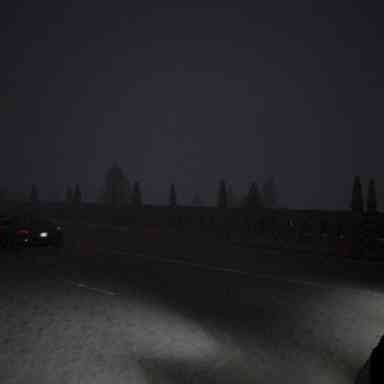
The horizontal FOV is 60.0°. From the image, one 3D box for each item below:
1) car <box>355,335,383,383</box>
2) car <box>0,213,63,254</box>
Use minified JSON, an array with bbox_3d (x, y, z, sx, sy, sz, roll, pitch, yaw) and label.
[{"bbox_3d":[3.417,1.611,1.651,4.718,1.301,1.895,0,0,35],"label":"car"},{"bbox_3d":[-7.177,1.570,13.669,4.181,1.385,1.994,0,0,36],"label":"car"}]
